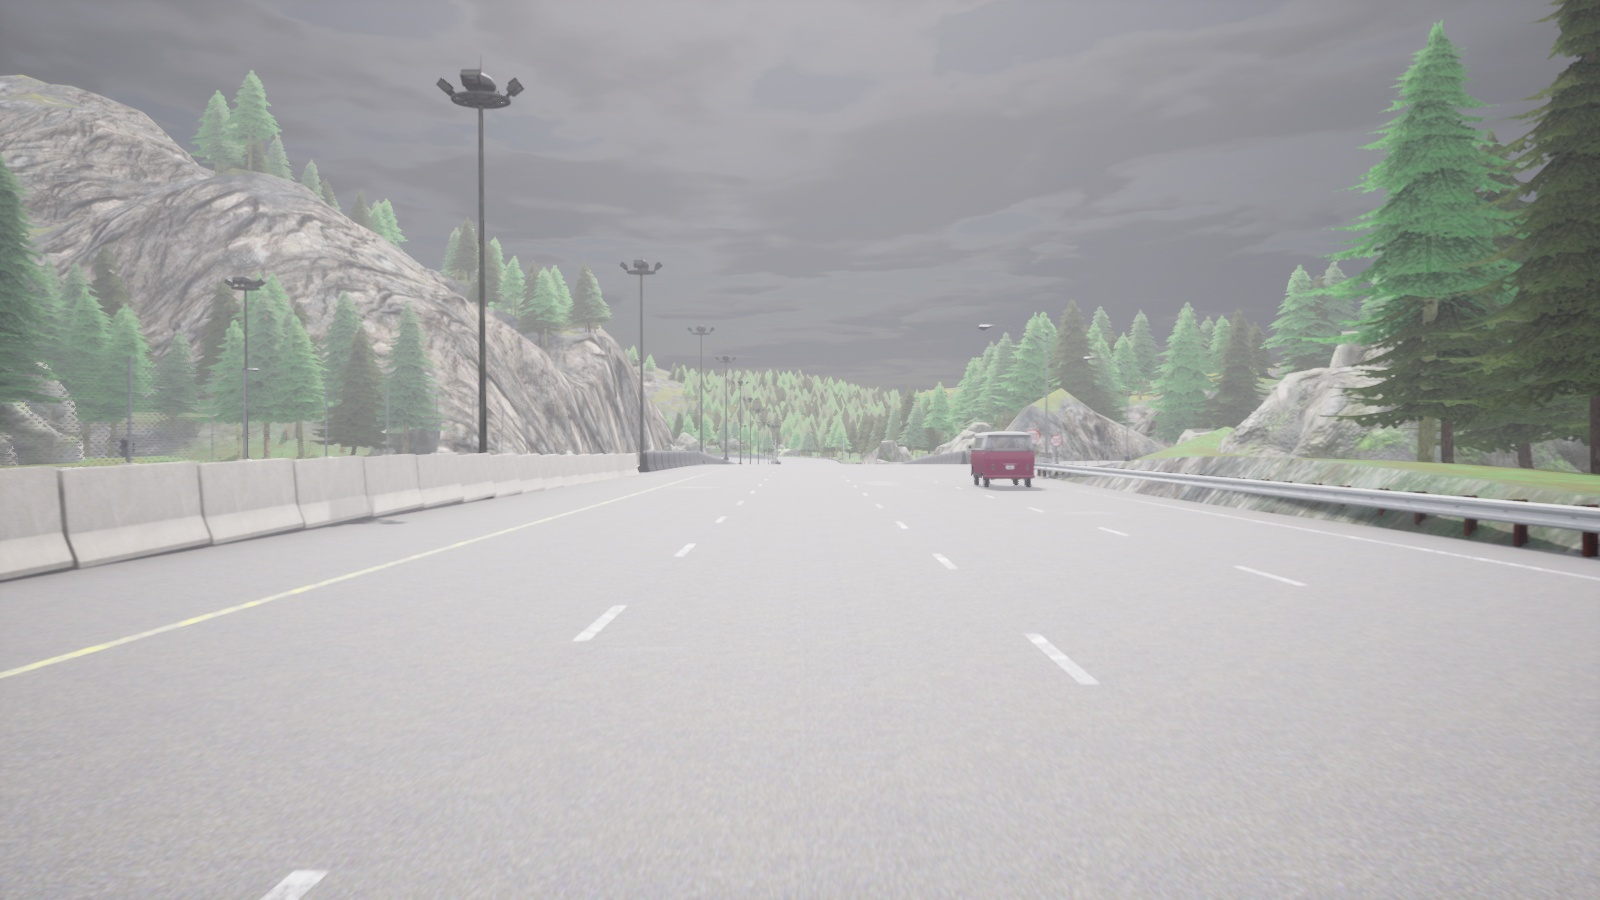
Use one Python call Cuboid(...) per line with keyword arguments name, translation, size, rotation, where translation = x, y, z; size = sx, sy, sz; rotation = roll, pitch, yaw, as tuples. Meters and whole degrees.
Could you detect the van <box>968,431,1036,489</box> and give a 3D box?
Cuboid(name="van", translation=(7.252, 0.335, 45.423), size=(1.775, 1.987, 4.442), rotation=(0, 0, 0))
